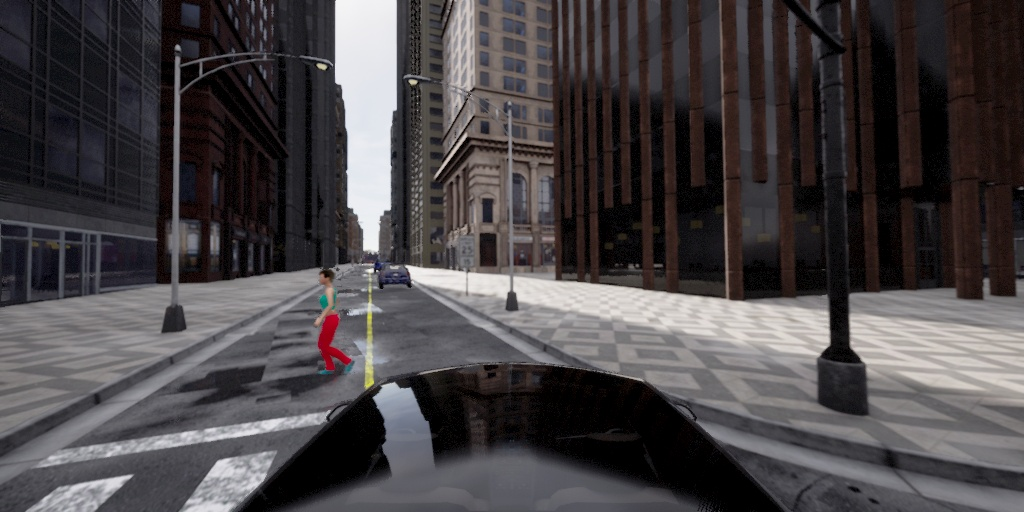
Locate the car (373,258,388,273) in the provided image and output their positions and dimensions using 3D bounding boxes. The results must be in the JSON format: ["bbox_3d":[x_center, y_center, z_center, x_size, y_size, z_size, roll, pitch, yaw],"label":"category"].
[{"bbox_3d":[-18.614,1.386,51.383,2.150,2.045,5.566,0,-2,-22],"label":"car"}]

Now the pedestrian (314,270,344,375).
[{"bbox_3d":[-3.129,1.083,6.111,0.375,1.860,0.375,1,-2,-22],"label":"pedestrian"}]

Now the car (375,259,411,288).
[{"bbox_3d":[-8.566,1.294,25.965,2.097,1.767,4.553,0,0,-22],"label":"car"}]
